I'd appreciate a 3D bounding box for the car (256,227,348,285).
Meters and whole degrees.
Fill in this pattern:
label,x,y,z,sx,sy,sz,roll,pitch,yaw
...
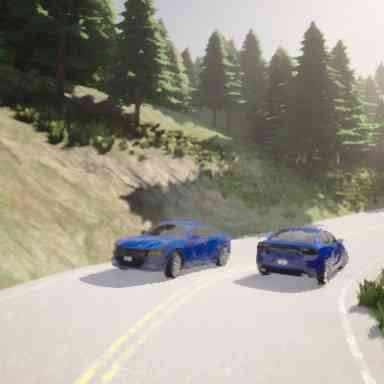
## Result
label,x,y,z,sx,sy,sz,roll,pitch,yaw
car,3.798,1.892,11.040,1.882,1.535,5.008,0,-3,33

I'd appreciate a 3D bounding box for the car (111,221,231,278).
label,x,y,z,sx,sy,sz,roll,pitch,yaw
car,-0.405,1.669,10.626,1.882,1.535,5.008,0,-6,29
